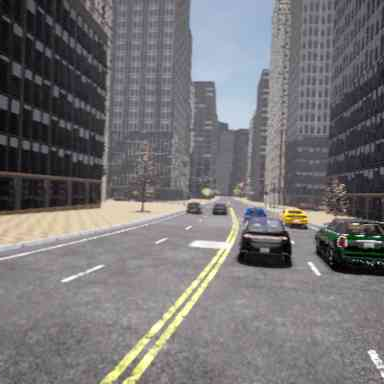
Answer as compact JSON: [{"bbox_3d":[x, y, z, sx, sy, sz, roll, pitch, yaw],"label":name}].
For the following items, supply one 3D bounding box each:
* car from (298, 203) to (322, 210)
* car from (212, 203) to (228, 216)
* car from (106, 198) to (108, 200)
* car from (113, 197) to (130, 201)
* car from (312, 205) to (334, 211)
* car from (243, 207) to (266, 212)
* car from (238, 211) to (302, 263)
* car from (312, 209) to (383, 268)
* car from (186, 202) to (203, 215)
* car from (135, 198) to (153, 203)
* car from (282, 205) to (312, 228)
[{"bbox_3d":[26.804,3.577,76.725,5.009,1.841,2.192,3,0,7],"label":"car"},{"bbox_3d":[3.543,2.154,42.159,1.882,1.535,5.008,2,0,6],"label":"car"},{"bbox_3d":[-23.076,1.380,82.820,4.313,1.339,1.947,3,0,7],"label":"car"},{"bbox_3d":[-17.452,1.673,82.053,4.206,1.307,1.802,3,0,7],"label":"car"},{"bbox_3d":[33.234,4.060,84.377,4.829,1.417,1.752,3,0,7],"label":"car"},{"bbox_3d":[5.565,2.085,29.677,1.882,1.535,5.008,2,0,8],"label":"car"},{"bbox_3d":[2.948,1.790,13.534,2.128,1.511,4.902,2,-1,12],"label":"car"},{"bbox_3d":[6.102,1.776,12.731,2.097,1.767,4.553,2,-1,12],"label":"car"},{"bbox_3d":[0.345,2.053,42.830,1.837,1.490,4.892,2,0,5],"label":"car"},{"bbox_3d":[-11.819,1.934,81.325,4.313,1.339,1.947,3,0,7],"label":"car"},{"bbox_3d":[8.775,2.213,29.157,1.882,1.535,5.008,2,0,8],"label":"car"}]
